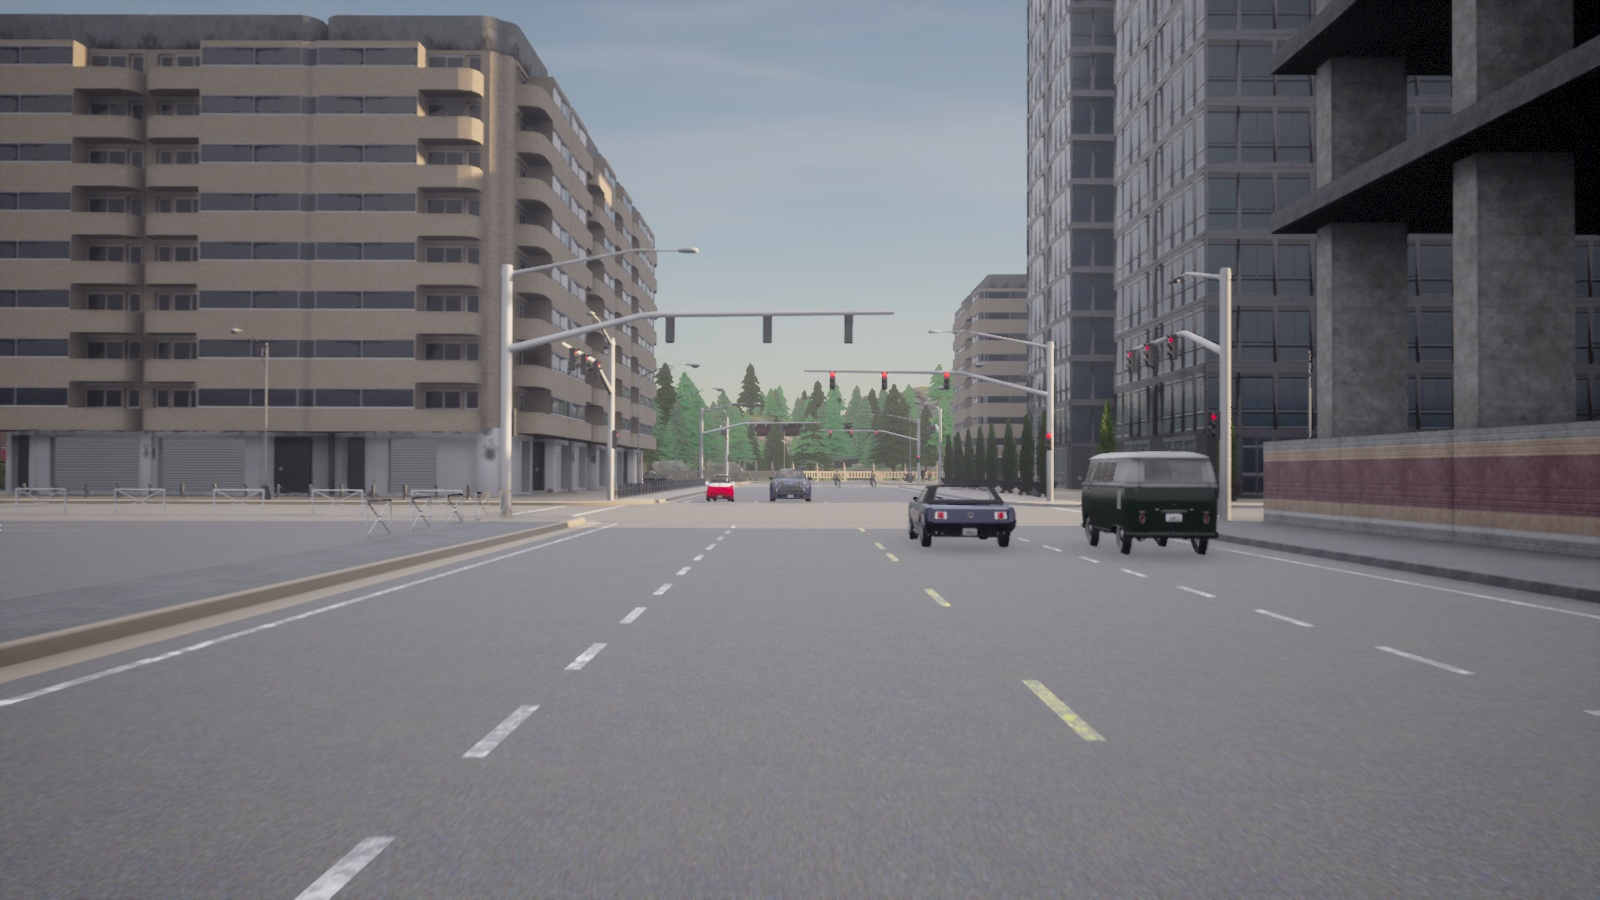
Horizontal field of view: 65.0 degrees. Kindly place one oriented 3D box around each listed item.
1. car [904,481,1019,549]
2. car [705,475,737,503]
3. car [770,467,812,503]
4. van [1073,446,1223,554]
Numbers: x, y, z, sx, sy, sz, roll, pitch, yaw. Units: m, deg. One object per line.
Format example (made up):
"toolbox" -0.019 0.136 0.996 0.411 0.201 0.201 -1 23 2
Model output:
"car" 3.432 1.362 27.500 1.895 1.301 4.718 0 -1 0
"car" -3.951 1.942 63.122 1.481 1.376 2.207 0 -1 -1
"car" -0.468 1.753 64.409 2.097 1.767 4.553 0 -1 0
"van" 6.936 0.966 25.497 1.775 1.987 4.442 0 -1 0
